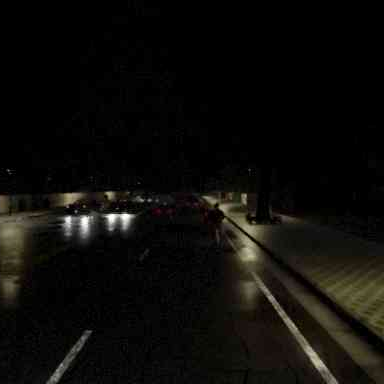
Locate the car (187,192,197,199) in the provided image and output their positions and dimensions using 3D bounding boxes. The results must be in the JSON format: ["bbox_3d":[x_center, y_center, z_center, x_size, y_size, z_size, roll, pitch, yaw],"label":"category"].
[{"bbox_3d":[0.001,0.785,80.065,2.128,1.511,4.902,0,0,0],"label":"car"}]

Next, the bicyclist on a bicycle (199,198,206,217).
[{"bbox_3d":[0.876,1.226,21.650,0.866,1.612,1.509,0,1,0],"label":"bicyclist on a bicycle"}]

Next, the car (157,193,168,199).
[{"bbox_3d":[-6.499,0.841,73.112,1.895,1.301,4.718,0,0,0],"label":"car"}]

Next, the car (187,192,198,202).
[{"bbox_3d":[0.070,0.978,56.990,1.812,1.442,4.674,0,1,0],"label":"car"}]

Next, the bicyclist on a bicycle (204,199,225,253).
[{"bbox_3d":[0.895,1.251,12.253,0.659,1.776,1.843,0,1,0],"label":"bicyclist on a bicycle"}]

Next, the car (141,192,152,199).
[{"bbox_3d":[-9.749,0.774,71.773,1.882,1.535,5.008,0,0,0],"label":"car"}]

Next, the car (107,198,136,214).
[{"bbox_3d":[-6.593,1.259,31.448,1.994,1.385,4.181,0,1,0],"label":"car"}]

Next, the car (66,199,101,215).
[{"bbox_3d":[-9.845,1.306,30.431,1.895,1.301,4.718,0,1,0],"label":"car"}]

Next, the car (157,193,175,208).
[{"bbox_3d":[-3.150,1.128,41.089,1.812,1.442,4.674,0,1,0],"label":"car"}]
